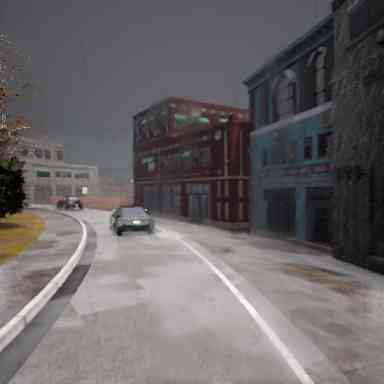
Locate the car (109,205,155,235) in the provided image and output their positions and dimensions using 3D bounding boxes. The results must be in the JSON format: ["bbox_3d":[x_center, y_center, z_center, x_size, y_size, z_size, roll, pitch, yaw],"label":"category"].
[{"bbox_3d":[-3.322,1.415,18.065,1.994,1.385,4.181,0,1,-19],"label":"car"}]

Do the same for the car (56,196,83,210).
[{"bbox_3d":[-13.398,1.197,36.336,1.812,1.442,4.674,0,1,-38],"label":"car"}]
